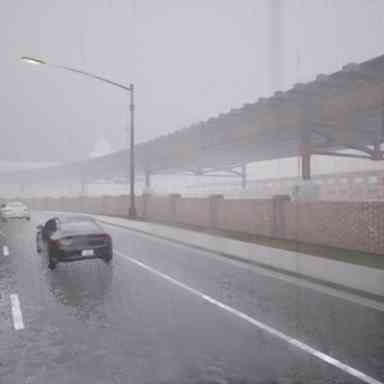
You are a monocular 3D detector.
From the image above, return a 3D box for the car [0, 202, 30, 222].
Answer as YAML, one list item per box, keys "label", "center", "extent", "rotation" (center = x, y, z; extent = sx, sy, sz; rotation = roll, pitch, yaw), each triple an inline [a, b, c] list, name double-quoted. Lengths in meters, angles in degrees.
- label: "car"
  center: [-14.108, 1.529, 26.191]
  extent: [1.812, 1.442, 4.674]
  rotation: [0, -1, -37]

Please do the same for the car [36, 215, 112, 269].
- label: "car"
  center: [-4.069, 1.515, 11.202]
  extent: [1.812, 1.442, 4.674]
  rotation: [0, 0, -31]
